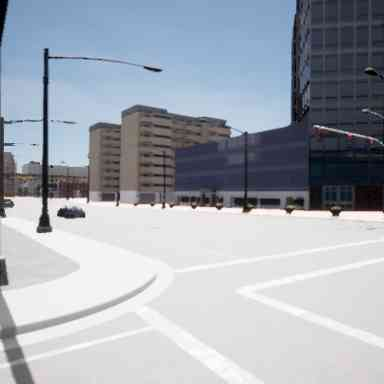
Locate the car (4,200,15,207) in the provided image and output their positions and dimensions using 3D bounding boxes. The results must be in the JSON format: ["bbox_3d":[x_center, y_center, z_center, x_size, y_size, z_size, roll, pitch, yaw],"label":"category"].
[{"bbox_3d":[-39.740,2.464,71.986,2.033,1.411,5.357,1,0,-36],"label":"car"}]

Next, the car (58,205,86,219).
[{"bbox_3d":[-12.386,2.069,34.246,1.994,1.385,4.181,1,-1,-36],"label":"car"}]
